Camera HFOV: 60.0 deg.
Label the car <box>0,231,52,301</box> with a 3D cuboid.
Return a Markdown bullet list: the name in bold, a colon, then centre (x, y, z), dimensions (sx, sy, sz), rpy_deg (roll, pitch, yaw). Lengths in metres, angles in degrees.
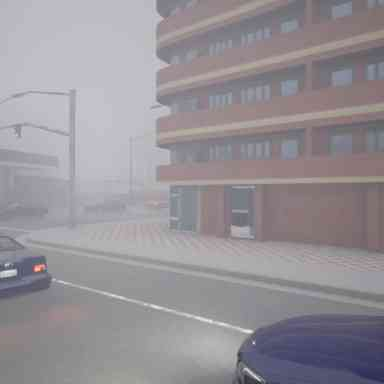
- **car**: centre (-5.342, 1.545, 7.693), dimensions (5.357, 1.411, 2.033), rpy_deg (0, 0, 38)

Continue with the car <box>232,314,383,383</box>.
- **car**: centre (2.513, 1.536, 2.201), dimensions (4.674, 1.442, 1.812), rpy_deg (0, 0, 35)

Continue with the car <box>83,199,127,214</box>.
- **car**: centre (-9.250, 1.494, 35.629), dimensions (1.882, 1.535, 5.008), rpy_deg (0, 0, 34)

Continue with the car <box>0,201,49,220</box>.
- **car**: centre (-14.438, 1.523, 27.985), dimensions (1.812, 1.442, 4.674), rpy_deg (0, 0, 34)

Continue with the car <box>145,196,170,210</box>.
- **car**: centre (-4.063, 1.389, 43.244), dimensions (2.097, 1.767, 4.553), rpy_deg (0, 0, 34)
